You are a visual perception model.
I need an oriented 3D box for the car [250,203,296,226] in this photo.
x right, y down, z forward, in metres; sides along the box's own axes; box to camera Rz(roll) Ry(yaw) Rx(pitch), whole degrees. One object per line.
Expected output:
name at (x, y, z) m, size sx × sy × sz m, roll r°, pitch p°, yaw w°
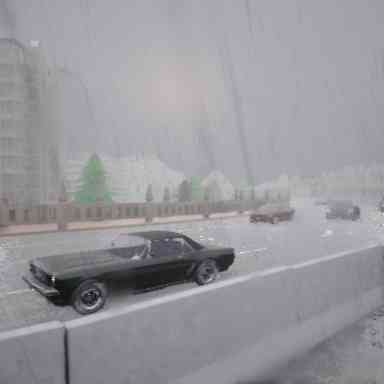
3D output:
car at (6.144, 1.583, 24.957) m, size 1.882 × 1.535 × 5.008 m, roll 0°, pitch 0°, yaw 39°

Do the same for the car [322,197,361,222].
car at (12.773, 1.477, 27.903) m, size 2.097 × 1.767 × 4.553 m, roll 0°, pitch 0°, yaw 35°

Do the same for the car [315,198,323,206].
car at (23.892, 1.886, 61.597) m, size 1.812 × 1.442 × 4.674 m, roll 0°, pitch 0°, yaw 13°

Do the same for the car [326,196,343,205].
car at (28.280, 1.698, 66.218) m, size 2.097 × 1.767 × 4.553 m, roll 0°, pitch 0°, yaw 9°

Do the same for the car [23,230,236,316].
car at (-1.231, 1.621, 7.750) m, size 4.718 × 1.301 × 1.895 m, roll 0°, pitch 0°, yaw -40°

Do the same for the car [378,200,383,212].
car at (24.768, 1.728, 41.954) m, size 1.812 × 1.442 × 4.674 m, roll 0°, pitch -1°, yaw 24°
